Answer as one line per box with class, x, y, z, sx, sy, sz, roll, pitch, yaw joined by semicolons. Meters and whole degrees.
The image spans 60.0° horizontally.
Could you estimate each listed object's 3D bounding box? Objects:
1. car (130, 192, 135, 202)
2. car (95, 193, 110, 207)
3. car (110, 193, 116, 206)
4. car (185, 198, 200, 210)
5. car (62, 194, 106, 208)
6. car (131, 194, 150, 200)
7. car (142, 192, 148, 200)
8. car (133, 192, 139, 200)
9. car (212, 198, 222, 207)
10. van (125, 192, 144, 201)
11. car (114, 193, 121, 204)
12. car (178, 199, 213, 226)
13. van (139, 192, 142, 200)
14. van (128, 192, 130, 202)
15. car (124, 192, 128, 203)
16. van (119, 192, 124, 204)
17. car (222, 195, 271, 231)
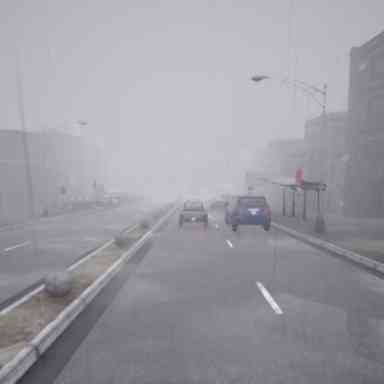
car;-14.081;1.312;63.927;4.892;1.521;2.231;-1;0;-20
car;-14.070;1.241;45.635;4.553;1.767;2.185;-1;0;-20
car;-14.078;1.386;48.678;4.792;1.488;2.163;-1;0;-20
car;0.093;1.523;43.174;1.895;1.301;4.718;0;0;0
car;-14.009;1.378;42.592;4.892;1.521;2.231;-1;0;-20
car;-14.140;1.232;91.334;4.892;1.521;2.231;-1;0;-20
car;-14.100;1.015;79.169;5.566;2.045;2.435;-1;0;-20
car;-14.121;1.051;66.957;5.566;2.045;2.435;-1;0;-20
car;3.342;1.448;43.013;1.812;1.442;4.674;0;0;0
van;-14.240;1.033;82.157;4.442;1.987;1.878;-1;0;-20
car;-14.232;1.346;51.673;5.366;1.575;1.946;-1;0;-20
car;0.091;1.450;22.788;2.128;1.511;4.902;0;0;0
van;-14.001;1.057;73.107;4.442;1.987;1.878;-1;0;-20
van;-14.189;1.096;60.835;4.442;1.987;1.878;-1;0;-20
car;-14.042;1.203;57.841;4.553;1.767;2.185;-1;0;-20
van;-13.959;1.110;54.832;4.442;1.987;1.878;-1;0;-20
car;3.326;1.187;20.542;2.150;2.045;5.566;0;0;0
